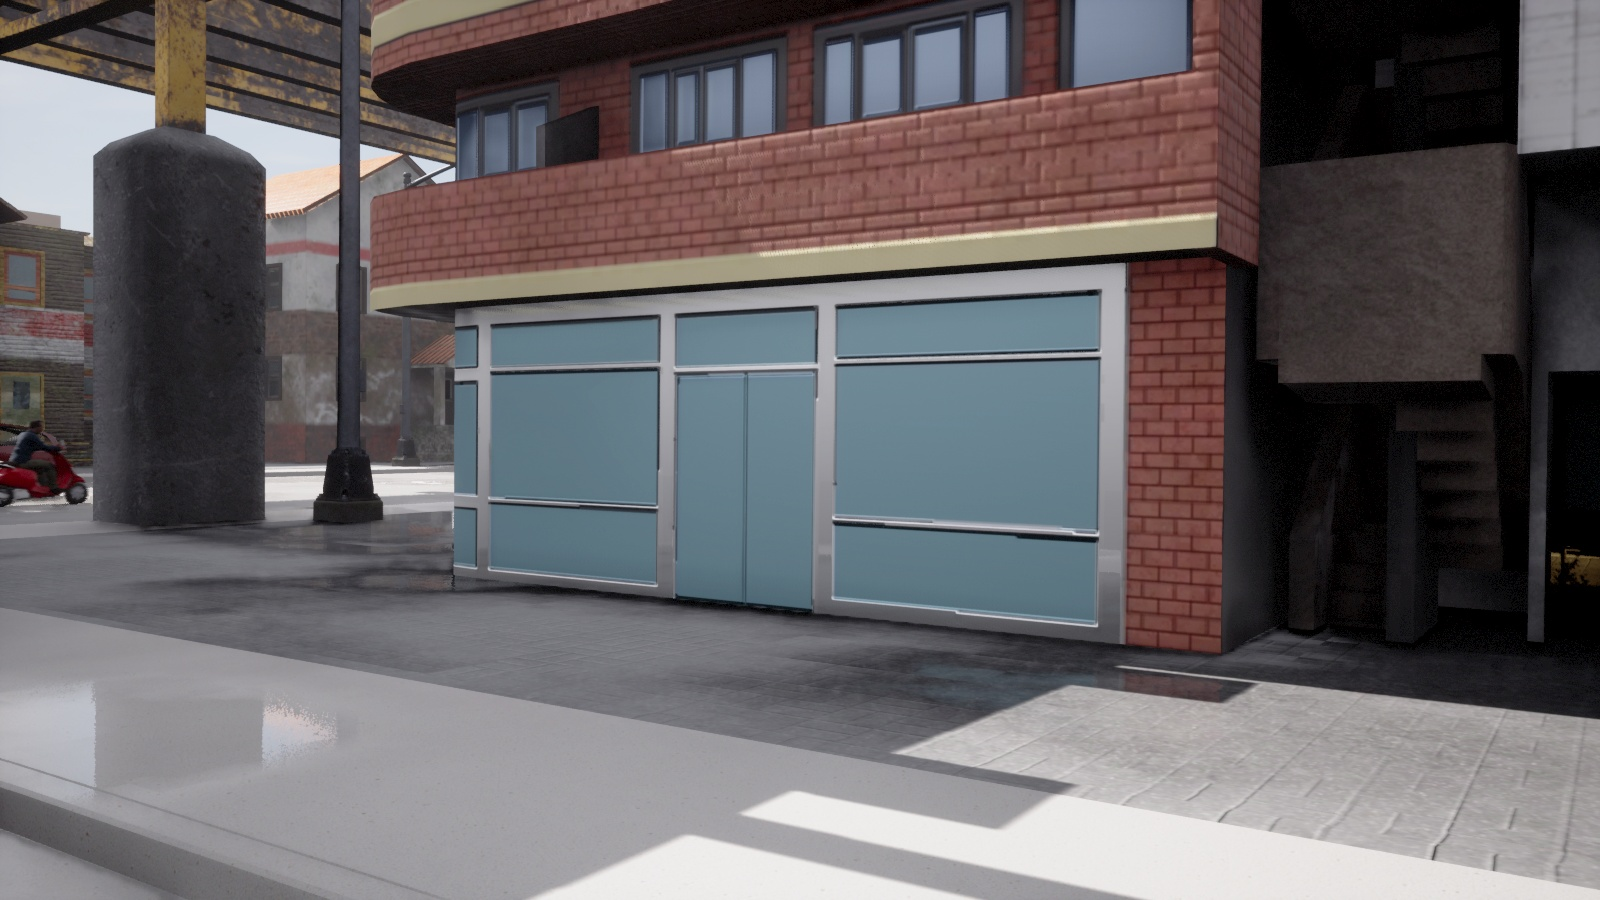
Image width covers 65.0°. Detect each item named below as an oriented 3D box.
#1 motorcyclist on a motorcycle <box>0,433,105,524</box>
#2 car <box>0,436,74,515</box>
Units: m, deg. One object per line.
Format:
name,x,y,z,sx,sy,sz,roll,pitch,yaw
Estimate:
motorcyclist on a motorcycle,-13.910,0.496,23.048,0.866,1.590,1.817,0,1,33
car,-16.831,0.521,24.977,1.789,1.549,3.705,0,1,33
